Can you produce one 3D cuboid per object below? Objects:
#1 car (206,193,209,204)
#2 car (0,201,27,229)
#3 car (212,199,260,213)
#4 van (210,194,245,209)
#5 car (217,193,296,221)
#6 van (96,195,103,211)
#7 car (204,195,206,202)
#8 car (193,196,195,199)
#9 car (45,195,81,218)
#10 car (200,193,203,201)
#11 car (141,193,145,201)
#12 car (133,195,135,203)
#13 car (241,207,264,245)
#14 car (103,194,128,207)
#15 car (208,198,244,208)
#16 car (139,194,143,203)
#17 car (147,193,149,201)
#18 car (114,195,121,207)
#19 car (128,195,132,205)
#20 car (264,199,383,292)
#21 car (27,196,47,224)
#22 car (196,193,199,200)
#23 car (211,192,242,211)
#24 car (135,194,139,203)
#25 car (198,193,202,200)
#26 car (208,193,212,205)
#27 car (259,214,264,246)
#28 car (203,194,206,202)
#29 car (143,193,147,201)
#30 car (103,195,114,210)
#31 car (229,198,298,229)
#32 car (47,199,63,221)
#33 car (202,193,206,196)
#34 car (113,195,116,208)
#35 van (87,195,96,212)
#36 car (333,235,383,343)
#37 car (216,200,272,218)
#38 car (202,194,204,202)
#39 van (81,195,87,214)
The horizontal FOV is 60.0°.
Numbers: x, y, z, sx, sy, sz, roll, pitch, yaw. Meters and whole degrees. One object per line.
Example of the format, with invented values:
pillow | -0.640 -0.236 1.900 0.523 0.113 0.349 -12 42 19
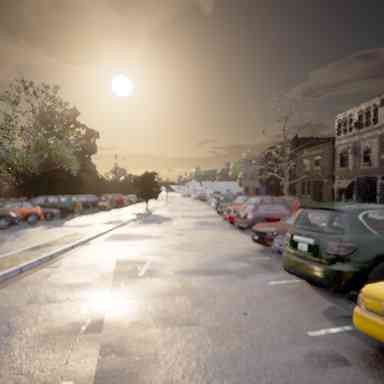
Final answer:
car | 5.074 1.327 40.956 5.566 2.045 2.435 1 0 -20
car | -13.275 1.431 21.024 4.553 1.767 2.185 -1 0 -20
car | 5.033 1.575 37.937 5.008 1.535 2.097 1 0 -20
van | 4.973 1.356 46.912 4.442 1.987 1.878 1 0 -20
car | 4.925 1.309 22.893 5.566 2.045 2.435 1 0 -20
van | -13.052 1.349 38.935 4.442 1.987 1.878 -1 0 -20
car | 5.273 1.591 56.063 5.366 1.575 1.946 1 0 -20
car | 3.752 1.617 95.227 4.892 1.521 2.231 1 0 -24
car | -13.226 1.315 29.949 5.566 2.045 2.435 -1 0 -20
car | 4.920 1.601 71.092 5.008 1.535 2.097 1 0 -22
car | -13.315 1.644 71.573 4.792 1.488 2.163 -1 0 -21
car | -13.100 1.474 59.714 4.553 1.767 2.185 -1 0 -20
car | 4.875 1.553 13.878 5.008 1.535 2.097 1 0 -19
car | -13.136 1.339 50.782 5.566 2.045 2.435 -1 0 -20
car | 5.117 1.616 49.980 4.792 1.488 2.163 1 0 -20
car | -13.294 1.641 68.579 4.792 1.488 2.163 -1 0 -21
car | -13.807 1.503 83.402 4.553 1.767 2.185 -1 0 -23
car | -13.092 1.615 47.833 4.792 1.488 2.163 -1 0 -20
car | -12.932 1.588 53.835 5.366 1.575 1.946 -1 0 -20
car | 4.842 1.284 7.852 5.566 2.045 2.435 1 0 -19
car | -13.197 1.434 24.014 4.553 1.767 2.185 -1 0 -20
car | 4.598 1.354 80.132 5.566 2.045 2.435 1 0 -23
car | 4.961 1.315 28.907 5.566 2.045 2.435 1 0 -20
car | -13.149 1.604 62.669 5.008 1.535 2.097 -1 0 -20
car | 4.746 1.605 77.127 5.008 1.535 2.097 1 0 -22
car | 5.042 1.321 34.948 5.566 2.045 2.435 1 0 -20
car | 4.843 1.587 10.853 4.674 1.452 2.002 1 0 -19
car | 5.104 1.594 59.007 5.008 1.535 2.097 1 0 -20
car | -13.432 1.618 74.516 5.008 1.535 2.097 -1 0 -22
car | -12.968 1.574 41.933 5.366 1.575 1.946 -1 0 -20
car | 4.894 1.432 19.897 4.553 1.767 2.185 1 0 -20
car | -13.214 1.603 26.986 4.674 1.452 2.002 -1 0 -20
car | 5.018 1.472 65.045 4.553 1.767 2.185 1 0 -21
car | -13.157 1.613 44.830 4.792 1.488 2.163 -1 0 -20
van | -13.064 1.346 35.956 4.442 1.987 1.878 -1 0 -20
car | 4.962 1.517 4.876 5.366 1.575 1.946 1 -1 -20
car | 4.971 1.599 31.915 4.792 1.488 2.163 1 0 -20
car | 5.062 1.597 62.026 4.892 1.521 2.231 1 0 -21
van | -13.075 1.343 32.979 4.442 1.987 1.878 -1 0 -20
